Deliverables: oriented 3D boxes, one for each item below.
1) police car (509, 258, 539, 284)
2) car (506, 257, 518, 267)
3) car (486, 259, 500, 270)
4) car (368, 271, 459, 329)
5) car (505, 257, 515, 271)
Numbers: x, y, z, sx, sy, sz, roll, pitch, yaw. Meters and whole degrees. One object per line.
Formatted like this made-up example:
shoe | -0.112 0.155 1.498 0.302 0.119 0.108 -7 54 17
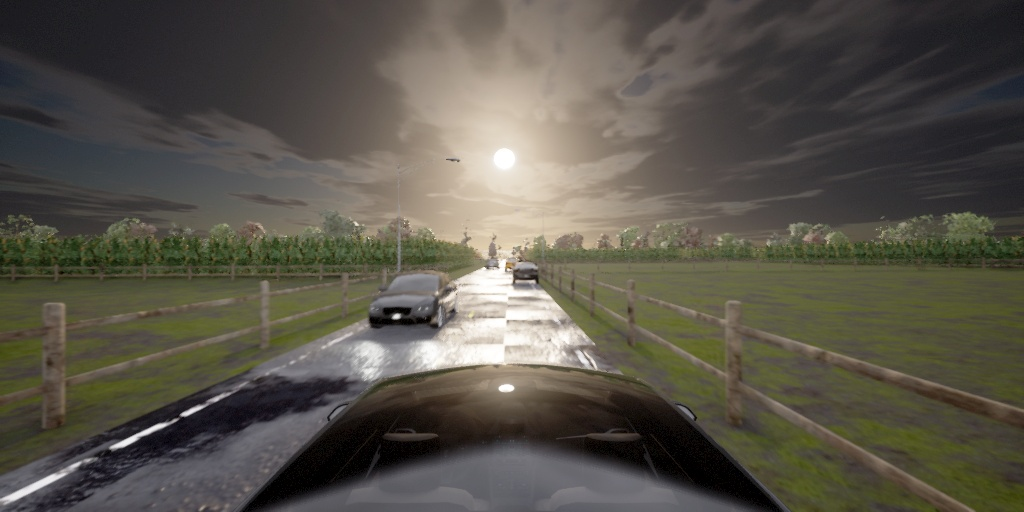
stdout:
police car | 0.956 1.153 26.885 1.930 1.638 5.238 0 0 0
car | -0.013 1.019 65.272 2.097 1.767 4.553 0 0 0
car | -2.829 1.182 52.840 2.128 1.511 4.902 0 0 0
car | -2.851 1.248 11.275 1.837 1.490 4.892 0 0 0
car | 0.022 1.175 49.188 1.882 1.535 5.008 0 0 0
